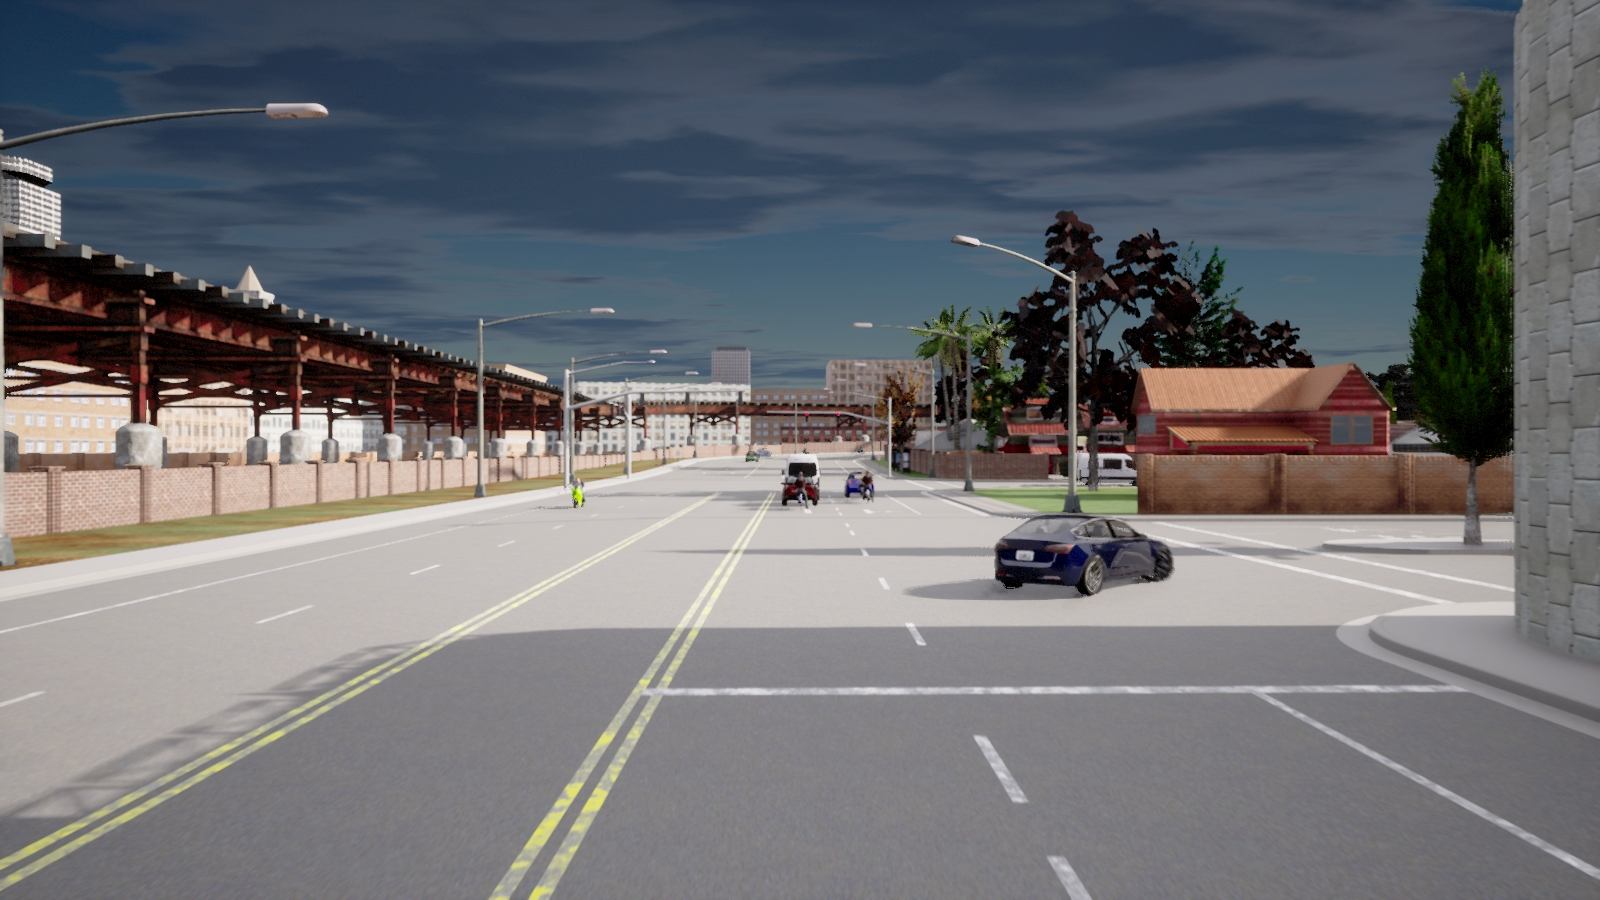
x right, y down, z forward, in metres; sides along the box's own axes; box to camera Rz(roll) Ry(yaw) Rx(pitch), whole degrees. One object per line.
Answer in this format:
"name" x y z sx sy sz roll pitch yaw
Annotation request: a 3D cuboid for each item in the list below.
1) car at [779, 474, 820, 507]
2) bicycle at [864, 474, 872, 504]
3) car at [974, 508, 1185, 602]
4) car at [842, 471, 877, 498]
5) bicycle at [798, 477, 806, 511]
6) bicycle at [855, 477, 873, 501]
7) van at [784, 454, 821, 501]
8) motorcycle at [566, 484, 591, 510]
"car" -0.009 2.035 58.492 2.007 1.525 4.514 0 0 0
"bicycle" 3.539 2.042 59.568 0.329 1.496 1.835 0 0 0
"car" 5.844 2.060 23.524 2.163 1.488 4.792 -1 0 43
"car" 3.500 2.032 67.792 1.845 1.501 3.633 0 0 0
"bicycle" 0.077 2.041 53.285 0.329 1.496 1.835 -1 0 0
"bicycle" 3.530 2.140 63.197 0.859 1.301 1.487 0 0 -1
"van" 0.101 1.529 65.472 1.988 2.561 5.915 0 0 -1
"motorcycle" -10.469 2.208 54.127 0.803 1.145 2.033 0 0 0
